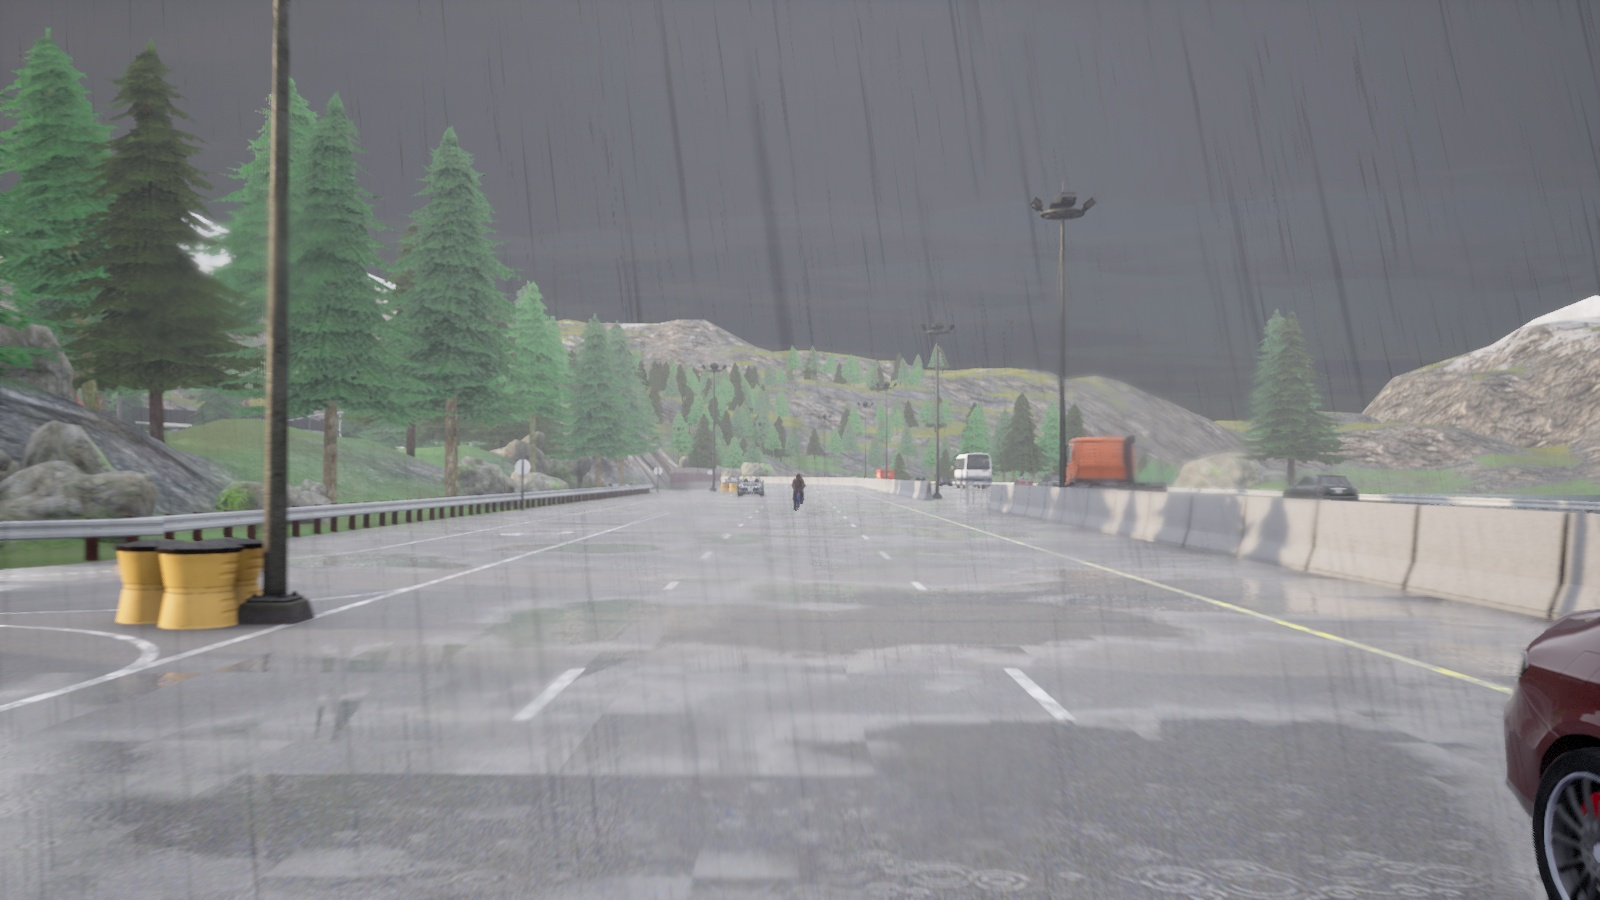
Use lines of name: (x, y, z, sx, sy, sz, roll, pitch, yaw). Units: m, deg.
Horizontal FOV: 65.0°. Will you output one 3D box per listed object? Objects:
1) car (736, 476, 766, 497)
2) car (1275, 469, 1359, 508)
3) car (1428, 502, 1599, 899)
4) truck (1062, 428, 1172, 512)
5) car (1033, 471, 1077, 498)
car: (-3.555, 2.653, 91.709, 1.970, 1.475, 3.806, 0, -1, 0)
car: (24.435, 1.783, 59.511, 2.097, 1.767, 4.553, 0, -1, 0)
car: (3.493, 0.889, 2.806, 1.812, 1.442, 4.674, 0, -1, 0)
truck: (13.930, 0.911, 55.863, 2.891, 3.462, 7.936, 0, -1, 0)
car: (17.443, 2.347, 86.032, 2.097, 1.767, 4.553, 0, -1, 0)
